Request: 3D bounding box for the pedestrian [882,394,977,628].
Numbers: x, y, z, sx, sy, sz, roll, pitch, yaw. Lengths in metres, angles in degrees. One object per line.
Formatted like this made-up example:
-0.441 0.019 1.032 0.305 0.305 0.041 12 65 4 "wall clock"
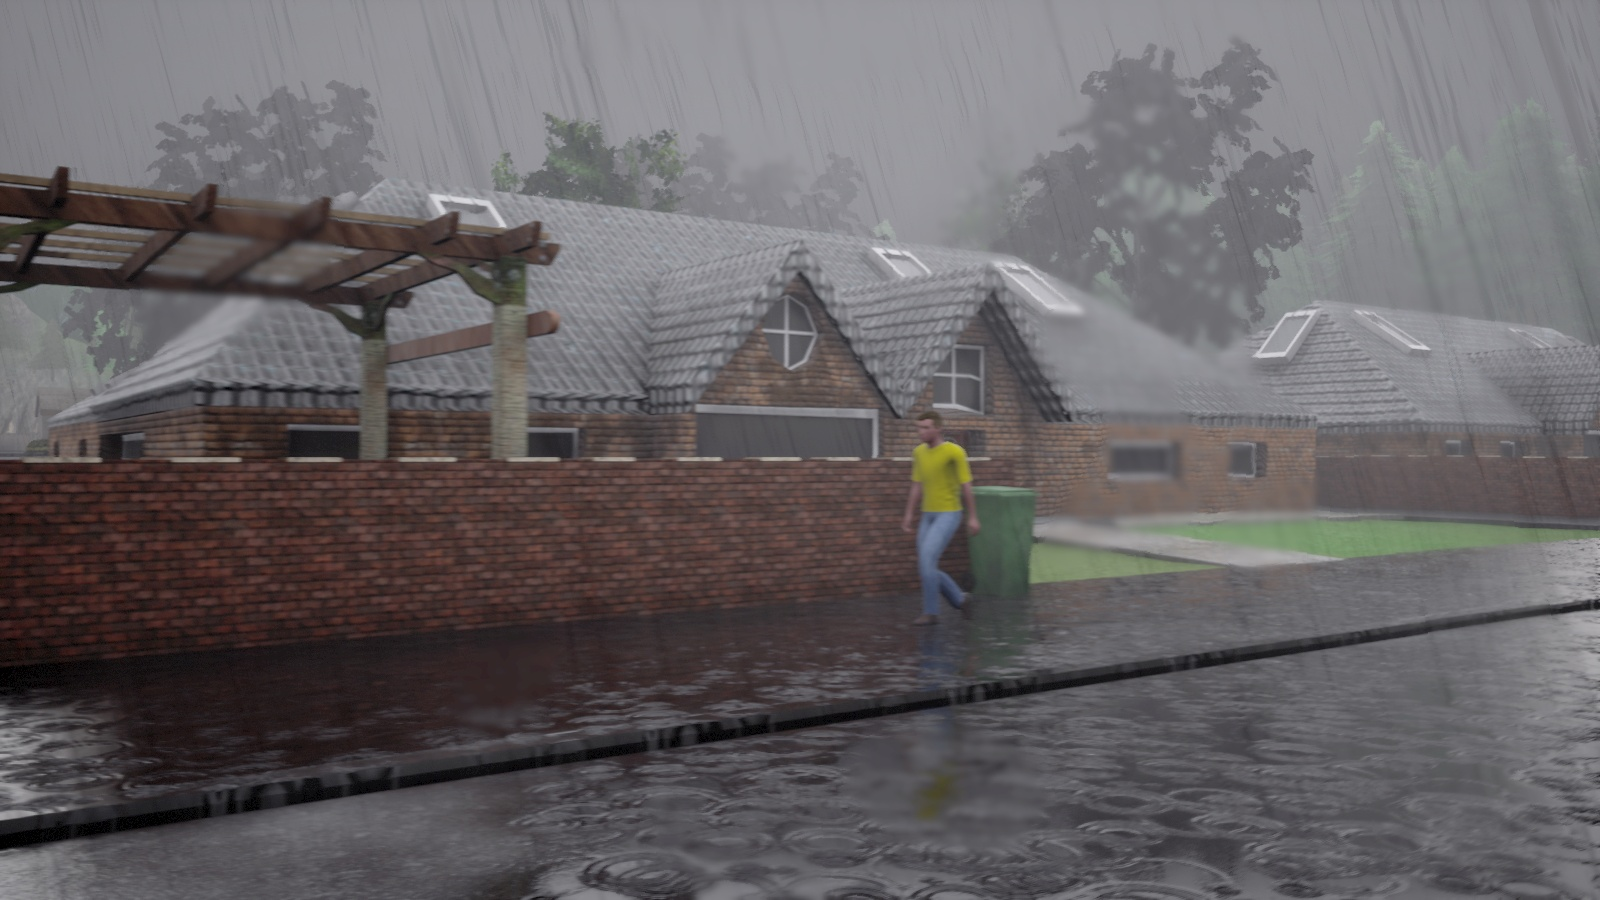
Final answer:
1.053 0.477 10.184 0.706 1.836 0.354 0 0 -36 "pedestrian"
